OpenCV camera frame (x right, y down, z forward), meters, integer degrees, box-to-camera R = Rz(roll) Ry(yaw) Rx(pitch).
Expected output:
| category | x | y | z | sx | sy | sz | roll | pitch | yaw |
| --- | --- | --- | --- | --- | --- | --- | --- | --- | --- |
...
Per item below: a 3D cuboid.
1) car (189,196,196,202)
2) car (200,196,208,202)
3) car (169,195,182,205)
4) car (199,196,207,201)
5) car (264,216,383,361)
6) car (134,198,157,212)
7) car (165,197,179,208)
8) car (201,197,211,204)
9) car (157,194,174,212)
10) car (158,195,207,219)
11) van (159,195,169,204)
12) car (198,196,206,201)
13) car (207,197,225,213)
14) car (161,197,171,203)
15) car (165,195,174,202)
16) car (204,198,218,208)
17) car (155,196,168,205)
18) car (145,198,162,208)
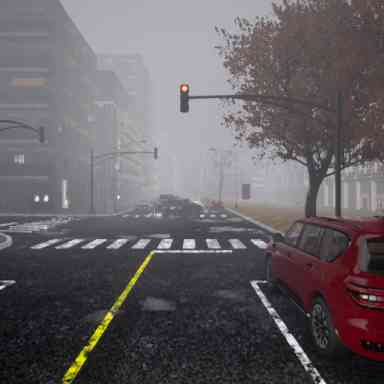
| category | x | y | z | sx | sy | sz | roll | pitch | yaw |
| --- | --- | --- | --- | --- | --- | --- | --- | --- | --- |
| car | 0.145 | 1.656 | 79.831 | 1.812 | 1.442 | 4.674 | 0 | 0 | 0 |
| car | 2.829 | 1.650 | 77.200 | 1.752 | 1.417 | 4.829 | 0 | 0 | 0 |
| car | -2.960 | 1.440 | 60.229 | 2.097 | 1.767 | 4.553 | 0 | 0 | 1 |
| car | 2.848 | 1.697 | 88.096 | 1.887 | 1.381 | 4.507 | 0 | 0 | 0 |
| car | 2.702 | 1.320 | 5.914 | 2.192 | 1.841 | 5.009 | 0 | 0 | 0 |
| car | -5.621 | 1.596 | 38.317 | 2.008 | 1.369 | 4.403 | 0 | 0 | 0 |
| car | -2.994 | 1.572 | 50.081 | 1.837 | 1.490 | 4.892 | 0 | 0 | 0 |
| car | 2.809 | 1.682 | 65.964 | 1.802 | 1.307 | 4.206 | 0 | 0 | 0 |
| car | -3.020 | 1.270 | 40.062 | 2.150 | 2.045 | 5.566 | 0 | 0 | 0 |
| car | -0.782 | 1.384 | 29.625 | 2.097 | 1.767 | 4.553 | 0 | 0 | 25 |
| van | -5.571 | 1.441 | 65.981 | 1.690 | 1.788 | 3.998 | 0 | 0 | 0 |
| car | 2.858 | 1.718 | 93.628 | 2.008 | 1.369 | 4.403 | 0 | 0 | 0 |
| car | 2.759 | 1.590 | 38.301 | 1.887 | 1.381 | 4.507 | 0 | 0 | 0 |
| car | -5.561 | 1.694 | 71.512 | 1.802 | 1.307 | 4.206 | 0 | 0 | 0 |
| car | -5.542 | 1.578 | 82.579 | 1.967 | 1.590 | 4.097 | 0 | 0 | 0 |
| car | 2.779 | 1.591 | 49.537 | 1.752 | 1.417 | 4.829 | 0 | 0 | 0 |
| car | -5.581 | 1.528 | 60.448 | 1.967 | 1.590 | 4.097 | 0 | 0 | 0 |
| car | -5.601 | 1.616 | 49.383 | 2.008 | 1.369 | 4.403 | 0 | 0 | 0 |
